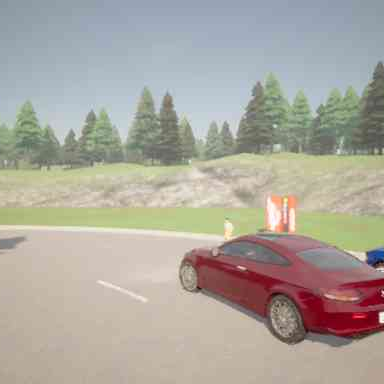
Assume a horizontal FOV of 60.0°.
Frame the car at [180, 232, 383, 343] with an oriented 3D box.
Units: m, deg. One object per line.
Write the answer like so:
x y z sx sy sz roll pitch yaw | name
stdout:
1.480 1.517 6.509 1.812 1.442 4.674 1 0 -30 | car

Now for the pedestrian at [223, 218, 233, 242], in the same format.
1.462 1.557 13.299 0.375 1.300 0.375 0 0 41 | pedestrian

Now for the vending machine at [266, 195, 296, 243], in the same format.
4.050 1.176 15.097 0.880 2.100 1.100 0 0 43 | vending machine
